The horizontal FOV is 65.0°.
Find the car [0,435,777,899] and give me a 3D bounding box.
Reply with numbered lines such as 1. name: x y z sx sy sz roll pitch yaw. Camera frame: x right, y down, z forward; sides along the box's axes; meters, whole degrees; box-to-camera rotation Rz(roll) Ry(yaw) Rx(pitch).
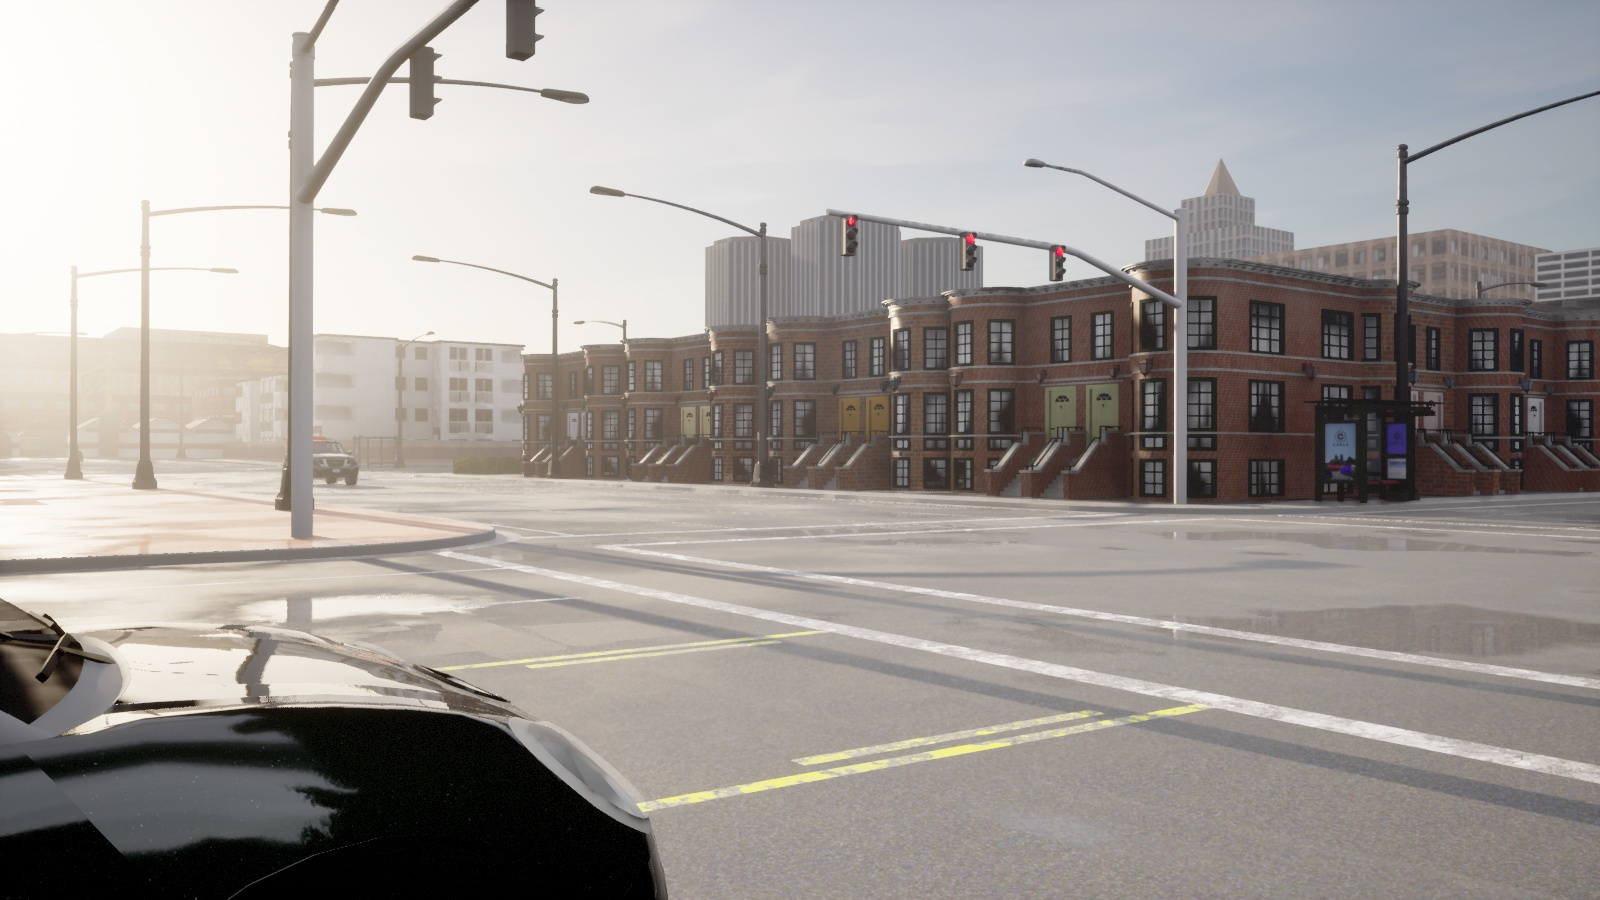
1. car: -2.171 0.720 2.205 3.806 1.475 1.970 0 0 -35

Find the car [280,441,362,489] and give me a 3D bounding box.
1. car: -21.574 0.647 56.423 2.150 2.045 5.566 0 0 -35

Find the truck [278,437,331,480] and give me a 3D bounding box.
1. truck: -29.859 0.518 75.602 2.627 2.467 5.204 0 -1 -25
